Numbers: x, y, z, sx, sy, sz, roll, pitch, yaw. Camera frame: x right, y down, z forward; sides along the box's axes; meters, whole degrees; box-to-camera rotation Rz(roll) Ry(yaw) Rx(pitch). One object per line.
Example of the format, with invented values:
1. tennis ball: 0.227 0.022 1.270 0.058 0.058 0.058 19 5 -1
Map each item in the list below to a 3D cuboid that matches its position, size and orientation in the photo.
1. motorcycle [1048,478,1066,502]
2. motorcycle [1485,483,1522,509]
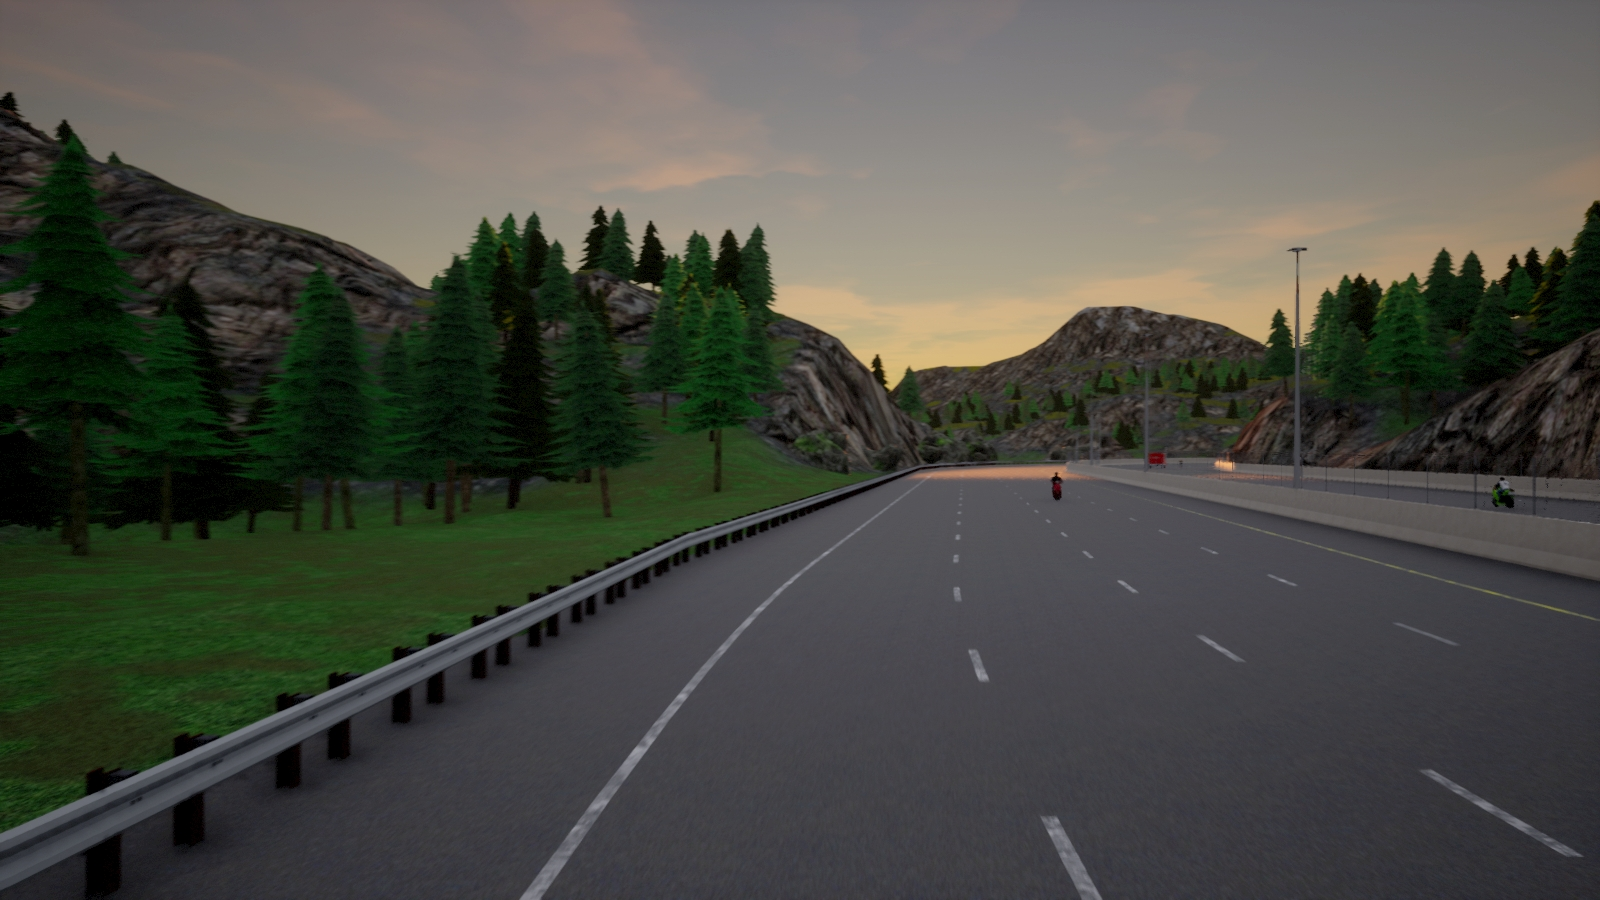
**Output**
1. motorcycle: 14.199 2.204 63.194 0.856 1.236 1.805 0 0 8
2. motorcycle: 34.342 2.230 55.801 0.803 1.217 2.033 0 0 8
